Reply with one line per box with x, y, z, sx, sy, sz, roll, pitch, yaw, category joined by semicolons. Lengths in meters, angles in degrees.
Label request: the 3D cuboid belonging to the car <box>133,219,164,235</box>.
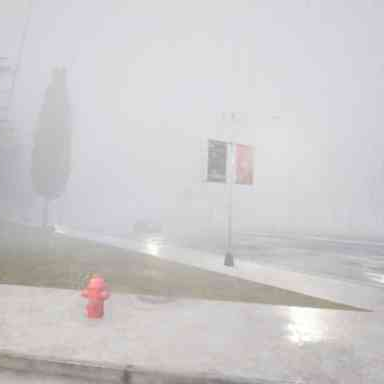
-5.111;3.955;38.753;2.097;1.767;4.553;3;-4;-35;car
